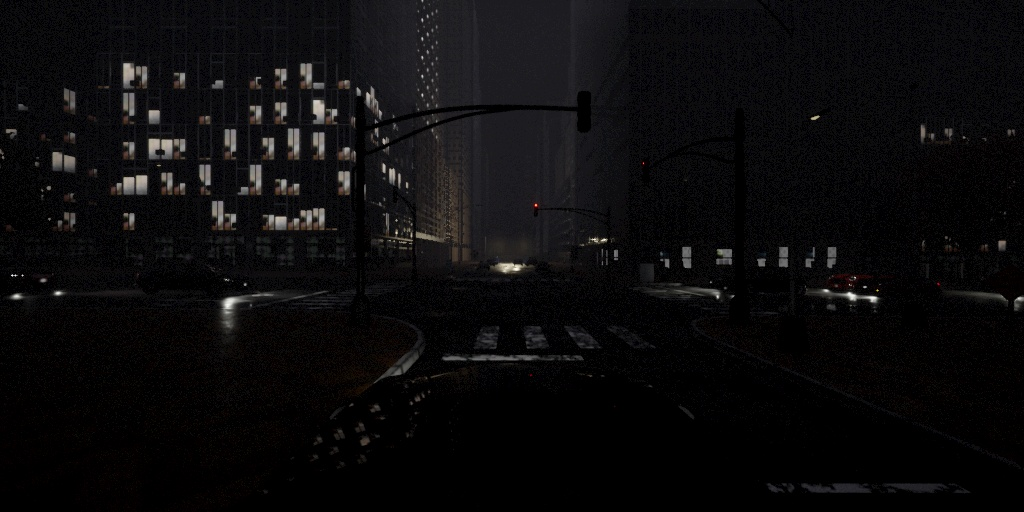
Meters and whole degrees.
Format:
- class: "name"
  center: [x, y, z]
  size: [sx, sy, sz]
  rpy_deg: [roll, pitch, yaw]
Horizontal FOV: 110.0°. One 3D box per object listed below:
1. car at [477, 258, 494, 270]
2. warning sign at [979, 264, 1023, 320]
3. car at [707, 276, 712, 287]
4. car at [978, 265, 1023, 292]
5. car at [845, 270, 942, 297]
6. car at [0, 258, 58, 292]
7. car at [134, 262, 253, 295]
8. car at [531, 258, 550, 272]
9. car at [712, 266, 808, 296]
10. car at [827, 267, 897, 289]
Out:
- class: "car"
  center: [-4.026, 1.343, 51.708]
  size: [1.802, 1.307, 4.207]
  rpy_deg: [0, 0, 0]
- class: "warning sign"
  center: [17.275, 1.204, 12.413]
  size: [1.060, 1.860, 1.300]
  rpy_deg: [0, 0, -3]
- class: "car"
  center: [16.187, 1.591, 25.076]
  size: [4.674, 1.442, 1.812]
  rpy_deg: [1, 0, -3]
- class: "car"
  center: [37.578, 1.671, 26.055]
  size: [5.566, 2.045, 2.150]
  rpy_deg: [1, 0, -2]
- class: "car"
  center: [23.726, 1.766, 22.175]
  size: [4.181, 1.385, 1.994]
  rpy_deg: [1, 0, -3]
- class: "car"
  center: [-24.165, 0.823, 16.499]
  size: [4.902, 1.511, 2.128]
  rpy_deg: [1, 0, -3]
- class: "car"
  center: [-14.950, 1.026, 16.927]
  size: [4.674, 1.442, 1.812]
  rpy_deg: [1, 0, -1]
- class: "car"
  center: [3.927, 1.329, 46.215]
  size: [1.948, 1.339, 4.313]
  rpy_deg: [0, 0, 0]
- class: "car"
  center: [15.141, 1.400, 21.774]
  size: [4.553, 1.767, 2.097]
  rpy_deg: [1, 0, -3]
- class: "car"
  center: [25.229, 1.579, 25.494]
  size: [4.553, 1.767, 2.097]
  rpy_deg: [1, 0, -3]
